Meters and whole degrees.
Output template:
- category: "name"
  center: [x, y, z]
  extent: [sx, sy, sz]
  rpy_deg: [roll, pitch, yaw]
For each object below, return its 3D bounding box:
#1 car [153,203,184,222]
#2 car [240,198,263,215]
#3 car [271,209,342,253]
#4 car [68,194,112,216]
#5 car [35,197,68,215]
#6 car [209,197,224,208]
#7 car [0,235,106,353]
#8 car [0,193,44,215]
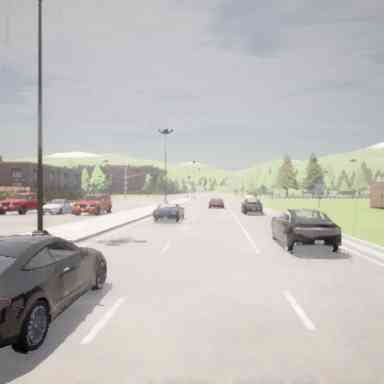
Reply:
- category: "car"
  center: [-1.689, 1.506, 25.683]
  extent: [1.895, 1.301, 4.718]
  rpy_deg: [0, 0, 4]
- category: "car"
  center: [5.891, 1.376, 32.948]
  extent: [2.128, 1.511, 4.902]
  rpy_deg: [0, 0, 4]
- category: "car"
  center: [4.430, 1.446, 13.508]
  extent: [2.128, 1.511, 4.902]
  rpy_deg: [0, 0, 4]
- category: "car"
  center: [-9.340, 1.204, 31.827]
  extent: [2.150, 2.045, 5.566]
  rpy_deg: [0, 0, 4]
- category: "car"
  center: [-12.828, 1.434, 32.127]
  extent: [1.812, 1.442, 4.674]
  rpy_deg: [0, 0, 4]
- category: "car"
  center: [3.226, 1.406, 43.930]
  extent: [1.994, 1.385, 4.181]
  rpy_deg: [0, 0, 4]
- category: "car"
  center: [-3.009, 1.501, 6.006]
  extent: [1.812, 1.442, 4.674]
  rpy_deg: [0, 0, 3]
- category: "car"
  center: [-16.328, 1.076, 32.262]
  extent: [2.150, 2.045, 5.566]
  rpy_deg: [0, 0, 4]
